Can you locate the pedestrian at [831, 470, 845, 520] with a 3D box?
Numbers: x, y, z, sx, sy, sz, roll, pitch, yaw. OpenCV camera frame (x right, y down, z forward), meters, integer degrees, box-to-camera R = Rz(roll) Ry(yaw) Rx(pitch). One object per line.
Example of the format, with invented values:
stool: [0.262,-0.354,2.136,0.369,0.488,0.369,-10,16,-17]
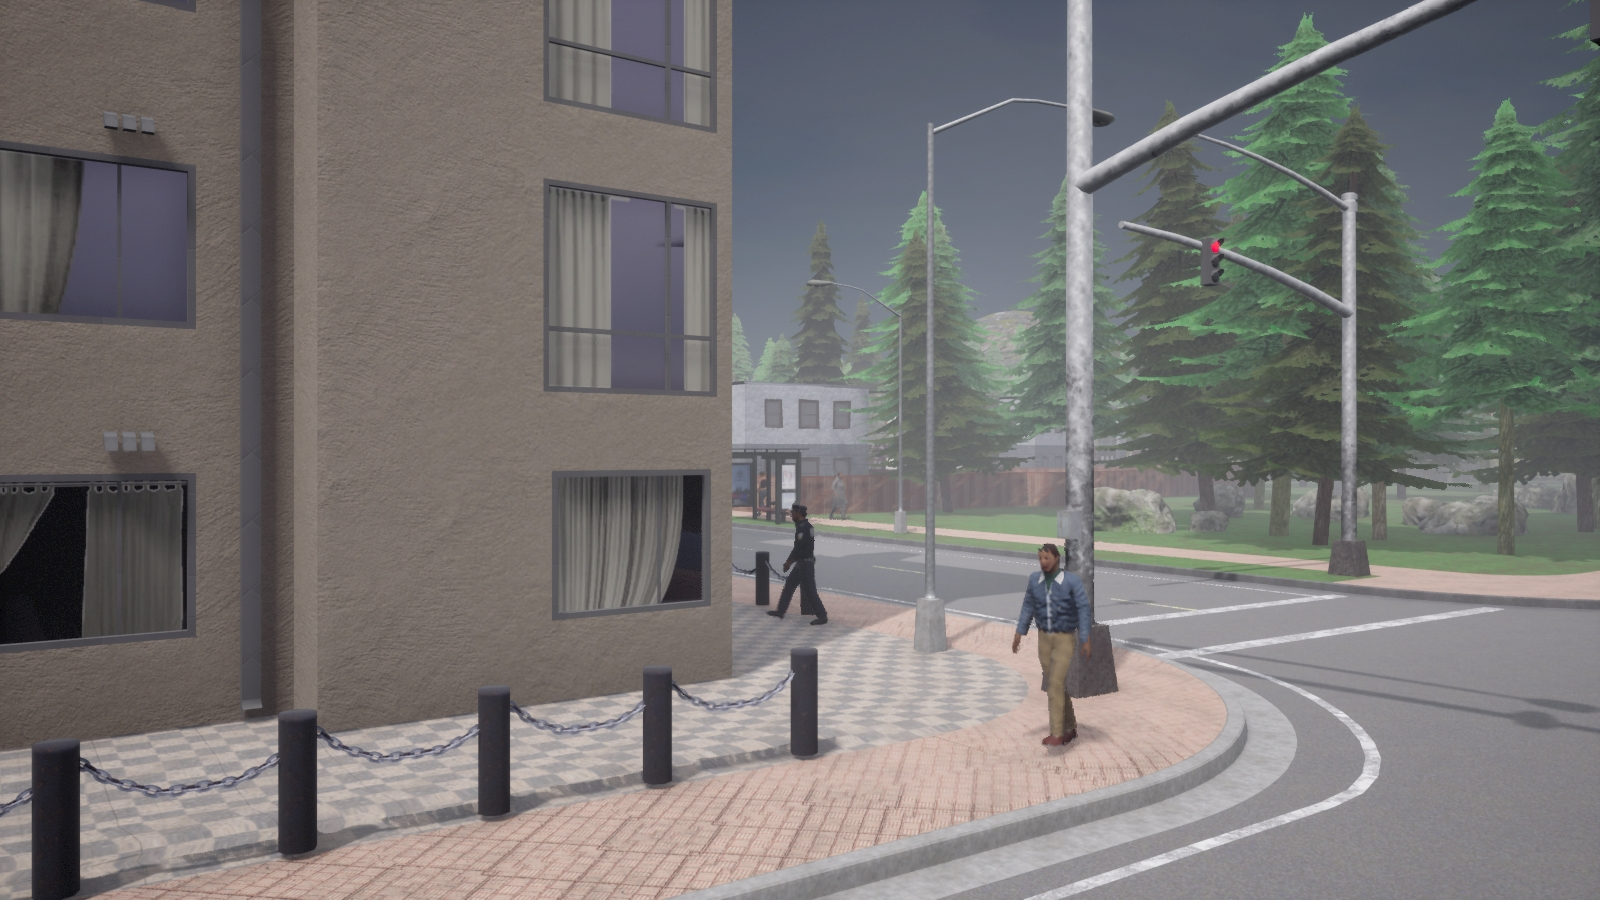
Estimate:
pedestrian: [1.441,1.676,42.972,0.375,1.860,0.375,0,0,-40]

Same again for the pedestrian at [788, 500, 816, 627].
pedestrian: [0.031,1.677,16.995,0.375,1.860,0.375,0,0,8]

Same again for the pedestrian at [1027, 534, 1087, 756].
pedestrian: [2.257,1.691,10.042,0.375,1.860,0.375,0,0,42]
